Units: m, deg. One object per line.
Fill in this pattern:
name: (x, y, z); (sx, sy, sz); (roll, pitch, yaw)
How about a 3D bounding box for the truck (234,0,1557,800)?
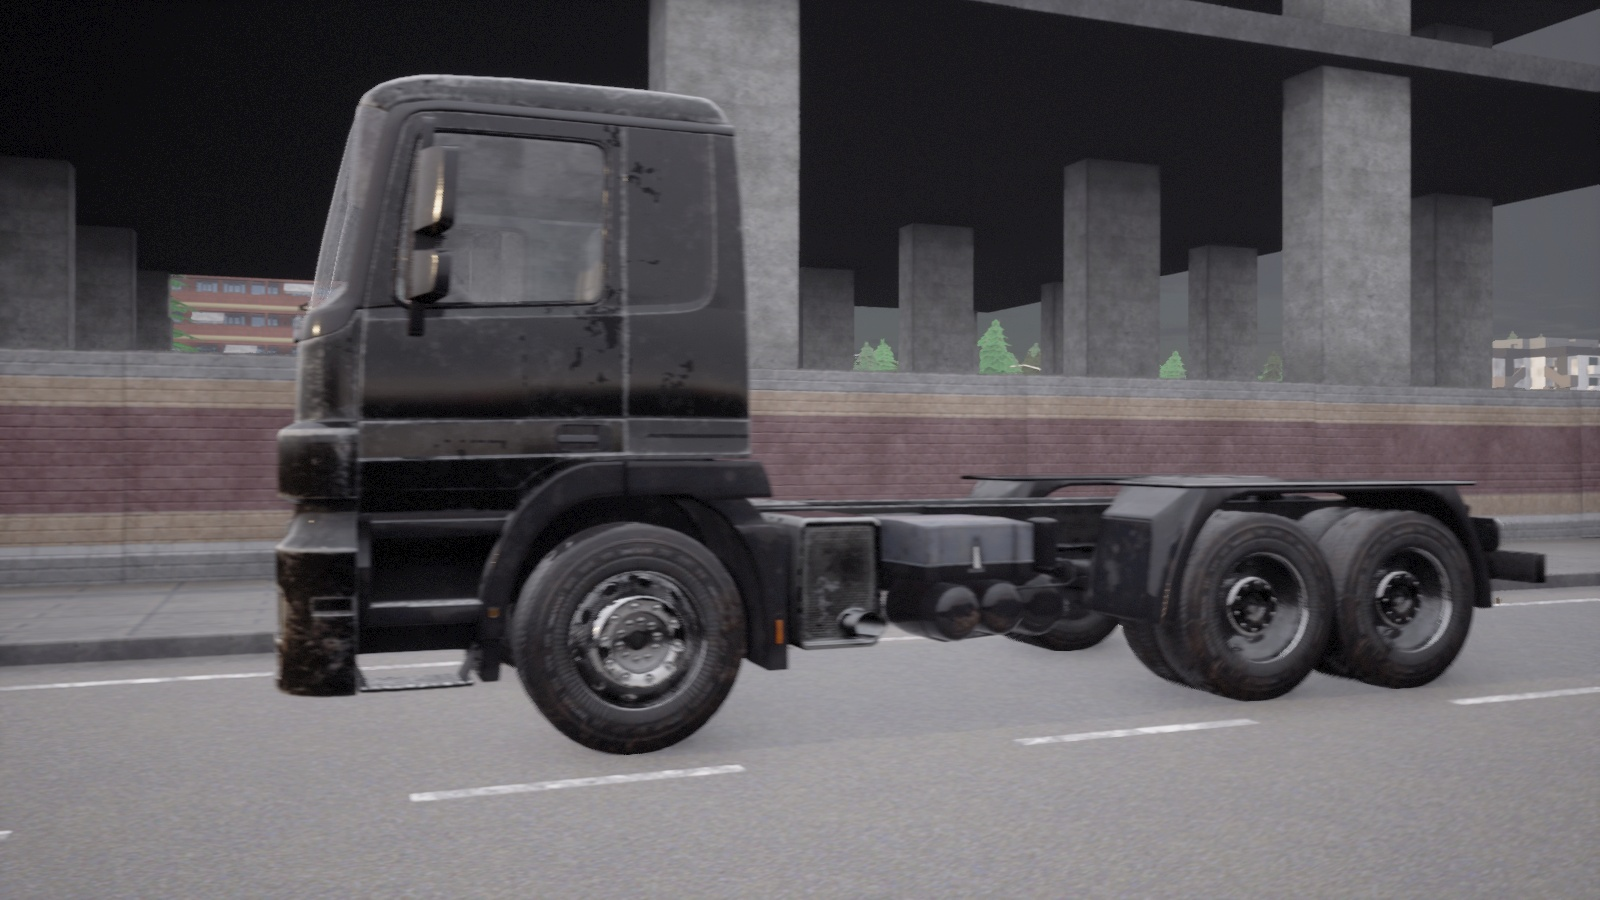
truck: (0.748, -0.219, 8.189); (7.936, 3.462, 2.891); (0, 0, -21)
